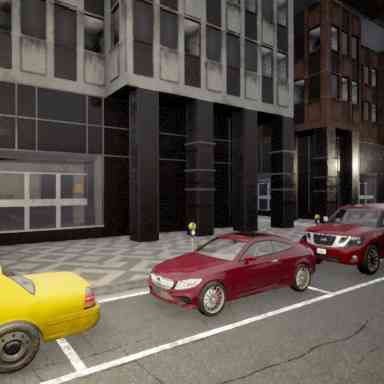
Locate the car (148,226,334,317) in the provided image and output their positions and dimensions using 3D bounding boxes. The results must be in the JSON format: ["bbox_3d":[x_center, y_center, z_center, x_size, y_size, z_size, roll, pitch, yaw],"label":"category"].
[{"bbox_3d":[1.062,1.581,7.403,4.206,1.307,1.802,0,0,-35],"label":"car"}]

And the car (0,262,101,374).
[{"bbox_3d":[-3.640,1.525,4.057,4.829,1.417,1.752,0,0,-35],"label":"car"}]

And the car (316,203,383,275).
[{"bbox_3d":[5.626,1.314,10.653,5.009,1.841,2.192,0,0,-35],"label":"car"}]
